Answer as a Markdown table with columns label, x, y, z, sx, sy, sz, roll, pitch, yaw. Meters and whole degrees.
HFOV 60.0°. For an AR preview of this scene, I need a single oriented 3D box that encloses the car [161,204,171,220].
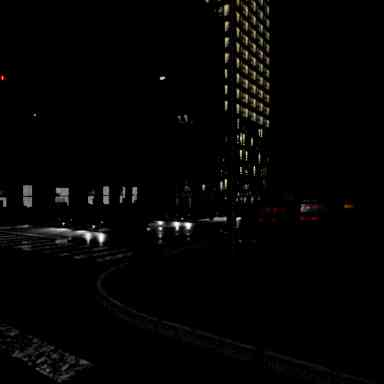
| label | x | y | z | sx | sy | sz | roll | pitch | yaw |
| --- | --- | --- | --- | --- | --- | --- | --- | --- | --- |
| car | -2.347 | 2.006 | 33.538 | 1.837 | 1.490 | 4.892 | 0 | -1 | 33 |

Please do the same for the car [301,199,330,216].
| label | x | y | z | sx | sy | sz | roll | pitch | yaw |
| --- | --- | --- | --- | --- | --- | --- | --- | --- | --- |
| car | 16.101 | 2.067 | 43.996 | 2.150 | 2.045 | 5.566 | 0 | -1 | 35 |

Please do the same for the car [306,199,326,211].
| label | x | y | z | sx | sy | sz | roll | pitch | yaw |
| --- | --- | --- | --- | --- | --- | --- | --- | --- | --- |
| car | 22.144 | 2.339 | 59.311 | 2.150 | 2.045 | 5.566 | 0 | -2 | 33 |

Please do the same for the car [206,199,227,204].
| label | x | y | z | sx | sy | sz | roll | pitch | yaw |
| --- | --- | --- | --- | --- | --- | --- | --- | --- | --- |
| car | 3.188 | 1.906 | 42.158 | 2.150 | 2.045 | 5.566 | 0 | -1 | 32 |

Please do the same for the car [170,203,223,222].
| label | x | y | z | sx | sy | sz | roll | pitch | yaw |
| --- | --- | --- | --- | --- | --- | --- | --- | --- | --- |
| car | 0.563 | 2.058 | 32.059 | 2.033 | 1.411 | 5.357 | 0 | -1 | 33 |

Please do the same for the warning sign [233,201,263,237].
| label | x | y | z | sx | sy | sz | roll | pitch | yaw |
| --- | --- | --- | --- | --- | --- | --- | --- | --- | --- |
| warning sign | 3.131 | 1.456 | 18.529 | 1.300 | 1.860 | 1.060 | 1 | 1 | 33 |

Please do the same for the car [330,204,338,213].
| label | x | y | z | sx | sy | sz | roll | pitch | yaw |
| --- | --- | --- | --- | --- | --- | --- | --- | --- | --- |
| car | 21.826 | 2.598 | 52.983 | 1.994 | 1.385 | 4.181 | 0 | -1 | 33 |

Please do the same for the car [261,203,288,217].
| label | x | y | z | sx | sy | sz | roll | pitch | yaw |
| --- | --- | --- | --- | --- | --- | --- | --- | --- | --- |
| car | 10.065 | 2.085 | 40.482 | 2.097 | 1.767 | 4.553 | 0 | -1 | 33 |

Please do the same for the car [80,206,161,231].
| label | x | y | z | sx | sy | sz | roll | pitch | yaw |
| --- | --- | --- | --- | --- | --- | --- | --- | --- | --- |
| car | -4.875 | 1.877 | 23.582 | 2.033 | 1.411 | 5.357 | 0 | -1 | 33 |

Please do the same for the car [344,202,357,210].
| label | x | y | z | sx | sy | sz | roll | pitch | yaw |
| --- | --- | --- | --- | --- | --- | --- | --- | --- | --- |
| car | 31.377 | 2.791 | 65.767 | 1.882 | 1.535 | 5.008 | 0 | -1 | 33 |

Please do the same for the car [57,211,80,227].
| label | x | y | z | sx | sy | sz | roll | pitch | yaw |
| --- | --- | --- | --- | --- | --- | --- | --- | --- | --- |
| car | -7.532 | 1.877 | 25.460 | 2.033 | 1.411 | 5.357 | 0 | -1 | 33 |

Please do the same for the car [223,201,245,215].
| label | x | y | z | sx | sy | sz | roll | pitch | yaw |
| --- | --- | --- | --- | --- | --- | --- | --- | --- | --- |
| car | 6.046 | 2.183 | 40.590 | 2.128 | 1.511 | 4.902 | 0 | -1 | 33 |
